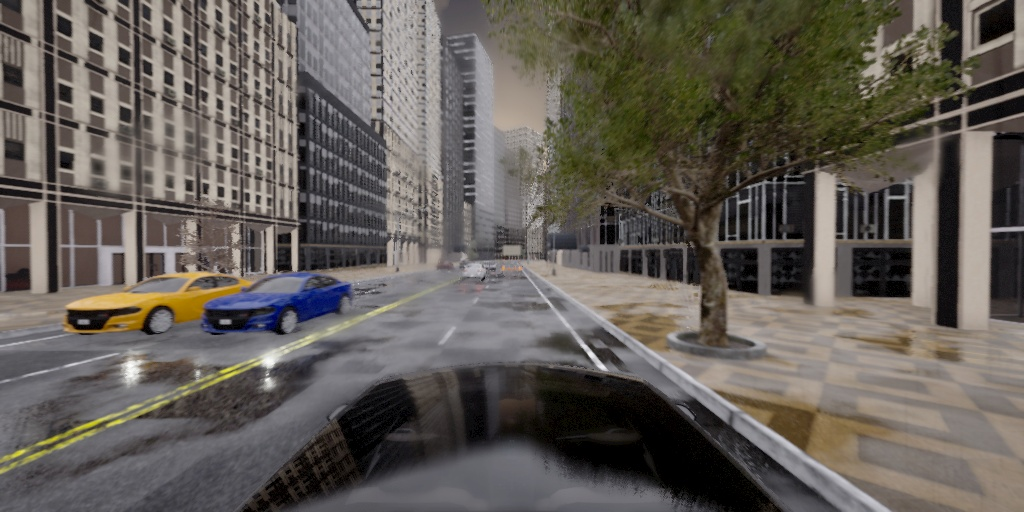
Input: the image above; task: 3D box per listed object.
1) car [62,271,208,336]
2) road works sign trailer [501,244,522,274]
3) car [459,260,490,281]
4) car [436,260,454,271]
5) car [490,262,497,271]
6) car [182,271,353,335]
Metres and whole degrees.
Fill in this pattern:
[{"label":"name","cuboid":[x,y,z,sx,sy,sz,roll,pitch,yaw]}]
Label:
[{"label":"car","cuboid":[-9.855,1.253,10.746,1.882,1.535,5.008,0,0,0]},{"label":"road works sign trailer","cuboid":[-0.021,0.343,44.802,2.380,3.560,2.880,0,0,1]},{"label":"car","cuboid":[-3.168,1.362,30.987,1.812,1.442,4.674,0,0,0]},{"label":"car","cuboid":[-9.847,1.380,53.013,1.882,1.535,5.008,0,0,0]},{"label":"car","cuboid":[-3.182,1.502,52.647,1.895,1.301,4.718,0,0,0]},{"label":"car","cuboid":[-6.606,1.254,10.762,1.882,1.535,5.008,0,0,0]}]
